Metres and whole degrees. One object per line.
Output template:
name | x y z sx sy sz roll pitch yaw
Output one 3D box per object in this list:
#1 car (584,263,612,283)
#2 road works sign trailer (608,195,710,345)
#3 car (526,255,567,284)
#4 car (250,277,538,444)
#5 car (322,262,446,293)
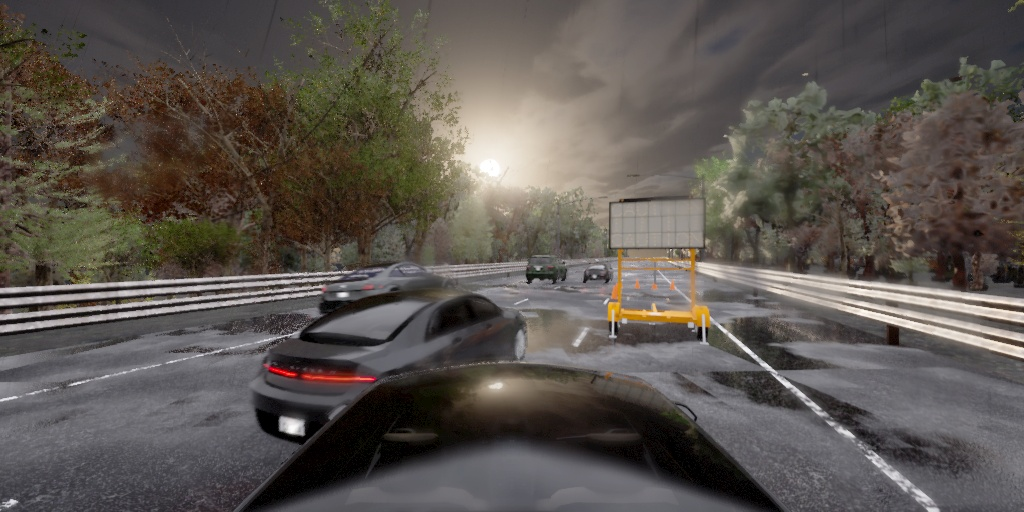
car | 6.686 1.281 27.743 1.812 1.442 4.674 0 0 20
road works sign trailer | 3.892 0.218 9.760 2.380 3.560 2.880 0 0 20
car | 2.676 0.977 26.976 2.150 2.045 5.566 0 0 19
car | -1.179 1.257 5.499 1.837 1.490 4.892 0 0 19
car | -3.279 0.887 10.235 1.994 1.385 4.181 -4 -2 19
